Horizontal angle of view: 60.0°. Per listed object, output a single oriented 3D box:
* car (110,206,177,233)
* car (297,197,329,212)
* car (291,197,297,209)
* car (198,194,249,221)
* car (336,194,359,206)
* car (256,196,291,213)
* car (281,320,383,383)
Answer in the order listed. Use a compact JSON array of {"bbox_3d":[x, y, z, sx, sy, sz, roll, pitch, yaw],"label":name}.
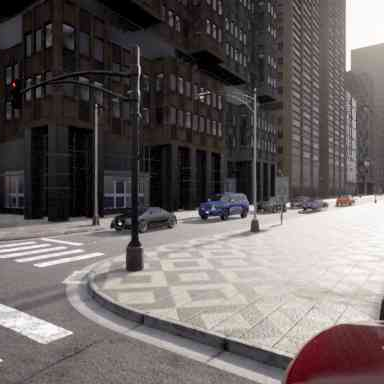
[{"bbox_3d":[-2.732,1.525,19.527,1.994,1.385,4.181,0,0,35],"label":"car"},{"bbox_3d":[14.058,1.460,37.763,2.033,1.411,5.357,0,0,35],"label":"car"},{"bbox_3d":[14.358,1.386,43.664,2.128,1.511,4.902,0,0,35],"label":"car"},{"bbox_3d":[2.748,1.162,27.296,2.150,2.045,5.566,0,0,35],"label":"car"},{"bbox_3d":[24.039,1.223,51.903,2.097,1.767,4.553,0,0,35],"label":"car"},{"bbox_3d":[8.379,1.271,35.255,2.097,1.767,4.553,0,0,35],"label":"car"},{"bbox_3d":[2.705,1.315,1.032,5.009,1.841,2.192,0,0,35],"label":"car"}]
